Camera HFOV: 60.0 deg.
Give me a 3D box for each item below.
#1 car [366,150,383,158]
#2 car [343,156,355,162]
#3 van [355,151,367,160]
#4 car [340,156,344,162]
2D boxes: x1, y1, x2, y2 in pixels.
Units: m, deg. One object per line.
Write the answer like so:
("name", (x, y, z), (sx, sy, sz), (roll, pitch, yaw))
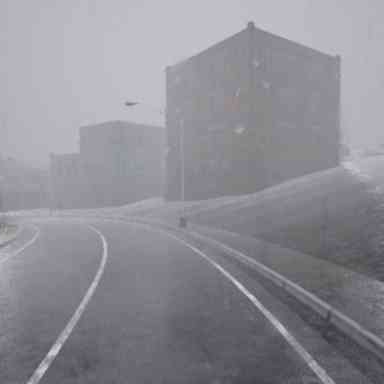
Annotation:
("car", (28.992, -5.583, 50.457), (2.231, 1.521, 4.892), (0, 1, 7))
("car", (30.292, -5.810, 61.418), (2.002, 1.452, 4.674), (0, 1, 7))
("van", (29.626, -5.942, 55.810), (1.878, 1.987, 4.442), (0, 1, 7))
("car", (30.936, -6.225, 66.860), (2.435, 2.045, 5.566), (0, 1, 7))
